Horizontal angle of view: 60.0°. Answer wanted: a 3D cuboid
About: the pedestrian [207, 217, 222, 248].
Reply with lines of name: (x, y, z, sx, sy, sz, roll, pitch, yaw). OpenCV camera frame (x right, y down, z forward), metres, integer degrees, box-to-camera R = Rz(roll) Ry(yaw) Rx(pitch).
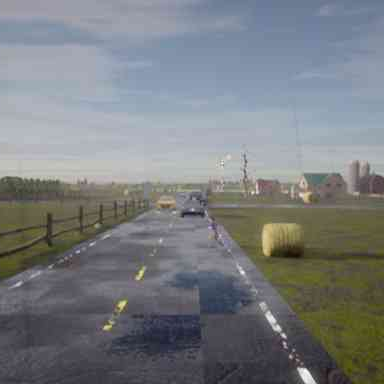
pedestrian: (0.859, 1.487, 12.740, 0.375, 1.300, 0.375, -1, 1, 3)

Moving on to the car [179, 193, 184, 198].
car: (-2.752, 0.880, 91.339, 1.882, 1.535, 5.008, 0, 0, 0)

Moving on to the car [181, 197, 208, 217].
car: (0.067, 1.375, 28.469, 1.994, 1.385, 4.181, 0, 0, 0)

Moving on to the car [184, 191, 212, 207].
car: (1.053, 0.951, 42.948, 2.150, 2.045, 5.566, 0, 0, 14)

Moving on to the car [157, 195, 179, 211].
car: (-2.764, 1.234, 36.978, 1.882, 1.535, 5.008, 0, 0, 0)

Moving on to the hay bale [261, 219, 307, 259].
hay bale: (3.133, 1.578, 11.504, 1.220, 1.180, 1.240, 1, 1, 0)
